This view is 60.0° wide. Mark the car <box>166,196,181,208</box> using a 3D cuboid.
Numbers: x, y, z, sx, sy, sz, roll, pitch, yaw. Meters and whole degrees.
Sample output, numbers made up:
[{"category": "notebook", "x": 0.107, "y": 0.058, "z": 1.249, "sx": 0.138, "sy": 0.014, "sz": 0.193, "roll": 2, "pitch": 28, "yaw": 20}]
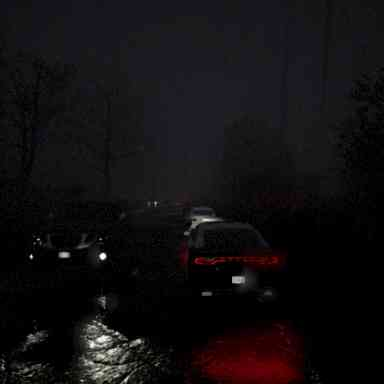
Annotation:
[{"category": "car", "x": -2.273, "y": 1.478, "z": 47.033, "sx": 1.882, "sy": 1.535, "sz": 5.008, "roll": 0, "pitch": 0, "yaw": -5}]

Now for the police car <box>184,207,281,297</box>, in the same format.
[{"category": "police car", "x": 0.813, "y": 1.424, "z": 8.742, "sx": 1.930, "sy": 1.638, "sz": 5.238, "roll": 0, "pitch": 0, "yaw": -1}]

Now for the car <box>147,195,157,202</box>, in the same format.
[{"category": "car", "x": -9.124, "y": 1.518, "z": 76.103, "sx": 1.837, "sy": 1.490, "sz": 4.892, "roll": 0, "pitch": 0, "yaw": -9}]

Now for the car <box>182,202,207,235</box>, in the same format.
[{"category": "car", "x": 0.519, "y": 1.524, "z": 18.676, "sx": 1.812, "sy": 1.442, "sz": 4.674, "roll": 0, "pitch": 0, "yaw": -2}]

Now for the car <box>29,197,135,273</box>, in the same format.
[{"category": "car", "x": -3.265, "y": 1.221, "z": 11.089, "sx": 2.150, "sy": 2.045, "sz": 5.566, "roll": 0, "pitch": 0, "yaw": -1}]

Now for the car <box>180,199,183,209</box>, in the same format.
[{"category": "car", "x": 0.243, "y": 1.503, "z": 24.699, "sx": 1.837, "sy": 1.490, "sz": 4.892, "roll": 0, "pitch": 0, "yaw": -3}]
